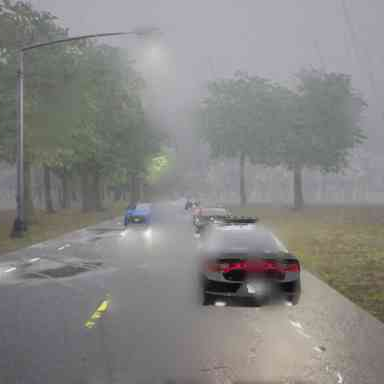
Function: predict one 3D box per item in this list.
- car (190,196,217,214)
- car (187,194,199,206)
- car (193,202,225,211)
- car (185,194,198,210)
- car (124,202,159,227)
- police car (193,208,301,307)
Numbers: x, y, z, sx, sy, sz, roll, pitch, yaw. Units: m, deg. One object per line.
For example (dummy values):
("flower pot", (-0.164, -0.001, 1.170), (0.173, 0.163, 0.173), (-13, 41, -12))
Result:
("car", (1.118, 1.356, 24.032), (2.097, 1.767, 4.553), (0, 0, 0))
("car", (0.171, 1.462, 59.505), (2.150, 2.045, 5.566), (0, -1, 0))
("car", (1.101, 1.503, 18.059), (1.837, 1.490, 4.892), (0, 0, 0))
("car", (0.176, 1.471, 45.518), (2.097, 1.767, 4.553), (0, 0, 1))
("car", (-3.434, 1.480, 23.207), (1.882, 1.535, 5.008), (0, 0, 0))
("police car", (1.073, 1.423, 8.168), (1.930, 1.638, 5.238), (0, 0, 0))
